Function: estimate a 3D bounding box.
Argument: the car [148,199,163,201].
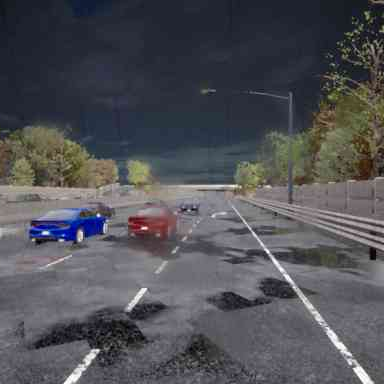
[{"bbox_3d":[-3.792,1.506,35.287,1.837,1.490,4.892,0,0,5],"label":"car"}]

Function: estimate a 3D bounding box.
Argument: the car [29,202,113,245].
[{"bbox_3d":[-5.558,1.477,15.629,1.882,1.535,5.008,0,0,5],"label":"car"}]

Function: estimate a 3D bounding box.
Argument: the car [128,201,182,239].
[{"bbox_3d":[-1.888,1.477,17.346,1.882,1.535,5.008,0,0,5],"label":"car"}]

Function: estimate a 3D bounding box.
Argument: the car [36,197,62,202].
[{"bbox_3d":[-17.409,1.606,42.397,1.895,1.301,4.718,0,0,5],"label":"car"}]

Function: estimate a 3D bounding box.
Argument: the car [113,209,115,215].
[{"bbox_3d":[-8.008,1.548,27.465,2.033,1.411,5.357,0,0,5],"label":"car"}]

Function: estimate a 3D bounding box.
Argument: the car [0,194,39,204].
[{"bbox_3d":[-21.011,1.226,41.410,2.150,2.045,5.566,0,0,5],"label":"car"}]

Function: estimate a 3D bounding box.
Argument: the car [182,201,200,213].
[{"bbox_3d":[-0.100,1.604,37.264,1.895,1.301,4.718,0,0,5],"label":"car"}]
